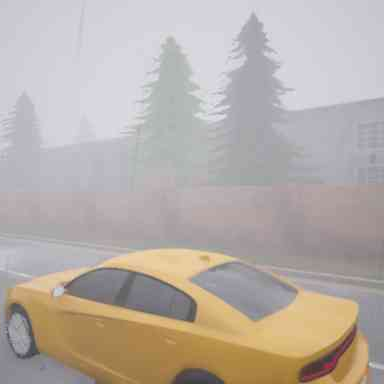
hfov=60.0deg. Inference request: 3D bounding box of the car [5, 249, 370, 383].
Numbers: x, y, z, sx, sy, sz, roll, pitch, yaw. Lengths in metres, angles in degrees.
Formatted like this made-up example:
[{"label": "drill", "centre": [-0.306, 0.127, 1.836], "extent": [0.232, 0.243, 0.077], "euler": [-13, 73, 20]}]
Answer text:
[{"label": "car", "centre": [-0.522, 1.509, 4.363], "extent": [5.008, 1.535, 1.882], "euler": [-1, 0, 35]}]
